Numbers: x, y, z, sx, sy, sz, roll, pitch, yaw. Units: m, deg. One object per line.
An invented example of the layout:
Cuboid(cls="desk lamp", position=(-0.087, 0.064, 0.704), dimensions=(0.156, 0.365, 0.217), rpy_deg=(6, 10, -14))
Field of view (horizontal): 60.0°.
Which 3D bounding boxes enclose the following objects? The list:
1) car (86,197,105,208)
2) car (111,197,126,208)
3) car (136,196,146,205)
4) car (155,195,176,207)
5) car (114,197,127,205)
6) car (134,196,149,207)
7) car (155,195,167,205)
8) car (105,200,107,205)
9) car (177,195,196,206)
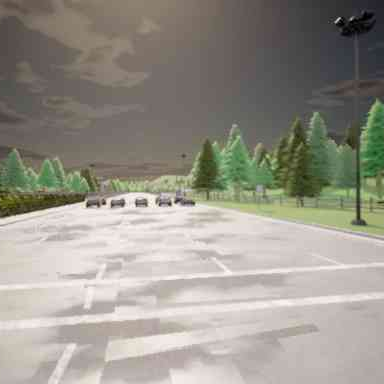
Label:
Cuboid(cls="car", position=(-14.515, 1.550, 49.386), dimensions=(1.837, 1.490, 4.892), rpy_deg=(-1, 0, -9))
Cuboid(cls="car", position=(-11.044, 1.489, 49.482), dimensions=(2.128, 1.511, 4.902), rpy_deg=(-1, 0, -9))
Cuboid(cls="car", position=(-9.104, 1.467, 59.104), dimensions=(1.812, 1.442, 4.674), rpy_deg=(-1, 0, -9))
Cuboid(cls="car", position=(-4.141, 1.391, 50.636), dimensions=(2.128, 1.511, 4.902), rpy_deg=(-1, 0, -9))
Cuboid(cls="car", position=(-12.560, 1.591, 58.556), dimensions=(1.895, 1.301, 4.718), rpy_deg=(-1, 0, -9))
Cuboid(cls="car", position=(-7.593, 1.440, 50.059), dimensions=(2.128, 1.511, 4.902), rpy_deg=(-1, 0, -9))
Cuboid(cls="car", position=(-5.653, 1.398, 59.681), dimensions=(1.837, 1.490, 4.892), rpy_deg=(-1, 0, -9))
Cuboid(cls="car", position=(-16.007, 1.603, 57.949), dimensions=(1.994, 1.385, 4.181), rpy_deg=(-1, 0, -9))
Cuboid(cls="car", position=(-0.693, 1.452, 51.243), dimensions=(1.895, 1.301, 4.718), rpy_deg=(-1, 0, -9))
